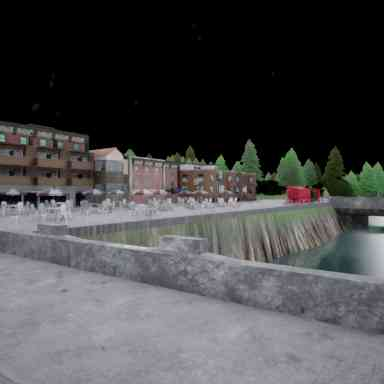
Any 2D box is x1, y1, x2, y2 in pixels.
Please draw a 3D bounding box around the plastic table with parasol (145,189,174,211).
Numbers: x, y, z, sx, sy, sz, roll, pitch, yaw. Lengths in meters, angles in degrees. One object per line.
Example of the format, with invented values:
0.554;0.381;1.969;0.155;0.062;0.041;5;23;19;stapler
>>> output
-3.888;0.925;39.812;2.482;2.480;2.482;0;0;35;plastic table with parasol
